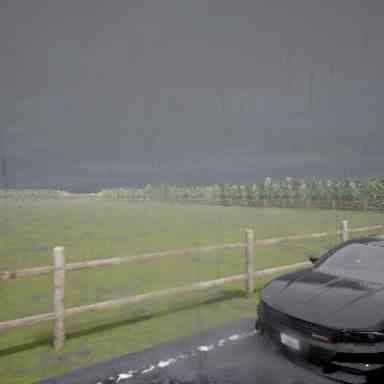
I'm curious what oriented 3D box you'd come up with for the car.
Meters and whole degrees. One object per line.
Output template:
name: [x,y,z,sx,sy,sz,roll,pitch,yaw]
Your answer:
car: [3.183,1.476,5.342,5.008,1.535,1.882,0,0,-35]
